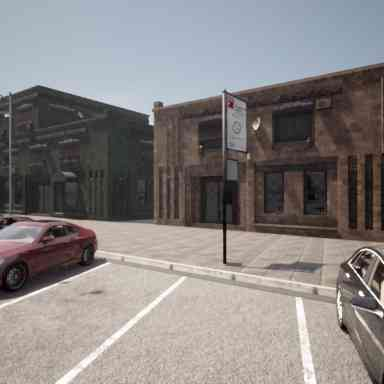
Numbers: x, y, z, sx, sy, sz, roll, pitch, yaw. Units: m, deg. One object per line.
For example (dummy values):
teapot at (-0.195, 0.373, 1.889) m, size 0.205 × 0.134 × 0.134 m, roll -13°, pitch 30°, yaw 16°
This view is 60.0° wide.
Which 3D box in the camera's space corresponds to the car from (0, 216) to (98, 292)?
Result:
car at (-4.365, 1.527, 9.192) m, size 2.002 × 1.452 × 4.674 m, roll 1°, pitch -1°, yaw 16°

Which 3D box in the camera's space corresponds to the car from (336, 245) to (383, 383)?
car at (2.970, 1.487, 3.976) m, size 2.231 × 1.521 × 4.892 m, roll 1°, pitch -1°, yaw 15°

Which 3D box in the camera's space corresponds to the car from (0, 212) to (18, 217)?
car at (-6.817, 1.518, 10.906) m, size 2.163 × 1.488 × 4.792 m, roll 1°, pitch -1°, yaw 16°
